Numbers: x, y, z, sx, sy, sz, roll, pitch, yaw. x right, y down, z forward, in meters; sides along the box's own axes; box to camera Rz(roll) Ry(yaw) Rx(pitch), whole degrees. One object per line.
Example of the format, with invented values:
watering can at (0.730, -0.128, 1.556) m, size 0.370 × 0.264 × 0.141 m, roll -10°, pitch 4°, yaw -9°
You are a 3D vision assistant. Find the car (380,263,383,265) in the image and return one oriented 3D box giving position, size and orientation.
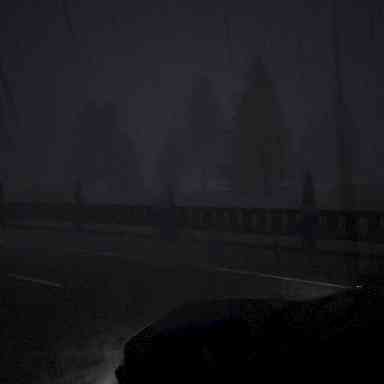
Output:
car at (4.934, 1.489, 4.578) m, size 4.892 × 1.490 × 1.837 m, roll 0°, pitch 0°, yaw 36°

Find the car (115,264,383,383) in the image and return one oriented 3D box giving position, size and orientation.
car at (1.851, 1.538, 2.555) m, size 5.357 × 1.411 × 2.033 m, roll 0°, pitch 0°, yaw 35°
